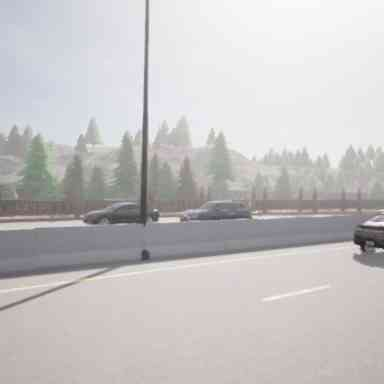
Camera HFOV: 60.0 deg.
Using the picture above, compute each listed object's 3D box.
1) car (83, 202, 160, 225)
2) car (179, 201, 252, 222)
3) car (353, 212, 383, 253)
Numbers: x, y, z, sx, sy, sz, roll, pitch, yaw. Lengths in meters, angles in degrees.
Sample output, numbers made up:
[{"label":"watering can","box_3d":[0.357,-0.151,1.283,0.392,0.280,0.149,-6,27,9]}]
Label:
[{"label":"car","box_3d":[-4.488,1.454,21.586,4.892,1.490,1.837,1,0,-30]},{"label":"car","box_3d":[1.495,1.355,20.904,4.553,1.767,2.097,1,0,-27]},{"label":"car","box_3d":[8.182,1.545,12.345,4.902,1.511,2.128,0,0,-27]}]
